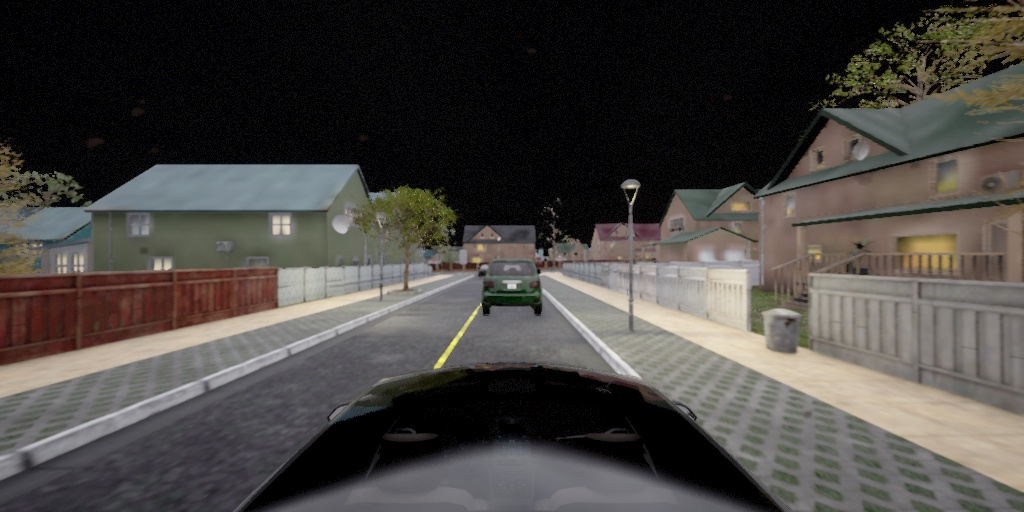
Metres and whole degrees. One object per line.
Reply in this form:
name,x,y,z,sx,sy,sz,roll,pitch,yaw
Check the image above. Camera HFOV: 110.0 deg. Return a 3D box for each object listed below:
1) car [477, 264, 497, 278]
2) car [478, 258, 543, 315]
car,-2.759,1.672,40.758,1.882,1.535,5.008,0,-1,0
car,0.012,1.105,14.444,2.150,2.045,5.566,0,0,0
